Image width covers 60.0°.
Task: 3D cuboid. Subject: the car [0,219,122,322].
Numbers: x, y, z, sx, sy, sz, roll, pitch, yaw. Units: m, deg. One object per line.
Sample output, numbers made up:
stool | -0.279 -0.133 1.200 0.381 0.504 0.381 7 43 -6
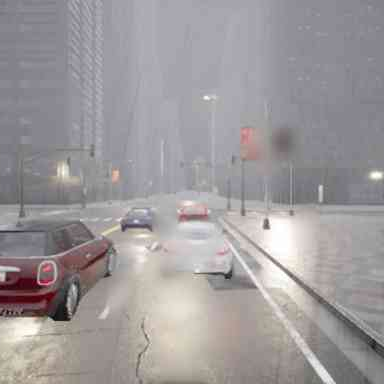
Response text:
car | -3.145 1.374 7.422 2.097 1.767 4.553 0 0 -1

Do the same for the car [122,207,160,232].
car | -3.128 1.619 20.738 1.994 1.385 4.181 0 0 0

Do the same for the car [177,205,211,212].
car | 0.123 1.532 20.275 1.882 1.535 5.008 0 0 0

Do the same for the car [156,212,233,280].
car | 0.121 1.554 9.935 1.812 1.442 4.674 0 0 0
